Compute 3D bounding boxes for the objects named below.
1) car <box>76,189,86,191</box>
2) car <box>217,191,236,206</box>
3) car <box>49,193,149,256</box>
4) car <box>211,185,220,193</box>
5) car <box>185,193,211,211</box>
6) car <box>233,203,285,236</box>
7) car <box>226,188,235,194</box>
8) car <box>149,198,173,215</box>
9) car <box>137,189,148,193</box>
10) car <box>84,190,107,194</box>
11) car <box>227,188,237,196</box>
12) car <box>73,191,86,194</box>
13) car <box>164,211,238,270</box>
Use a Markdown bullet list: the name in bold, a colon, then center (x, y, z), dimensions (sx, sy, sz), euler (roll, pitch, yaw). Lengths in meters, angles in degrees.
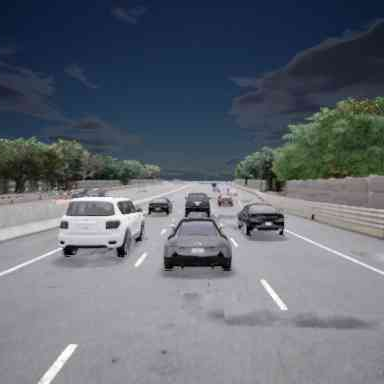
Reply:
- **car**: center (-21.998, 0.095, 65.878), dimensions (2.128, 1.511, 4.902), euler (0, 2, 0)
- **car**: center (4.402, 1.036, 44.442), dimensions (1.812, 1.442, 4.674), euler (0, 2, 2)
- **car**: center (-3.303, 1.209, 13.160), dimensions (2.150, 2.045, 5.566), euler (0, 0, 1)
- **car**: center (6.929, -0.613, 94.591), dimensions (2.033, 1.411, 5.357), euler (0, 2, 3)
- **car**: center (0.525, 1.050, 29.941), dimensions (2.150, 2.045, 5.566), euler (0, 1, 2)
- **car**: center (3.649, 1.356, 18.246), dimensions (1.882, 1.535, 5.008), euler (0, 0, 1)
- **car**: center (9.984, -0.332, 86.059), dimensions (2.033, 1.411, 5.357), euler (0, 2, 3)
- **car**: center (-2.928, 1.279, 31.617), dimensions (1.882, 1.535, 5.008), euler (0, 1, 2)
- **car**: center (-11.515, 0.056, 77.163), dimensions (2.033, 1.411, 5.357), euler (0, 2, 3)
- **car**: center (-16.168, 0.786, 55.799), dimensions (2.033, 1.411, 5.357), euler (0, 2, 3)
- **car**: center (9.324, 0.034, 76.049), dimensions (1.812, 1.442, 4.674), euler (0, 2, 5)
- **car**: center (-13.497, 1.082, 35.799), dimensions (2.097, 1.767, 4.553), euler (0, 1, 2)
- **car**: center (0.177, 1.557, 11.016), dimensions (1.994, 1.385, 4.181), euler (0, 0, 1)
